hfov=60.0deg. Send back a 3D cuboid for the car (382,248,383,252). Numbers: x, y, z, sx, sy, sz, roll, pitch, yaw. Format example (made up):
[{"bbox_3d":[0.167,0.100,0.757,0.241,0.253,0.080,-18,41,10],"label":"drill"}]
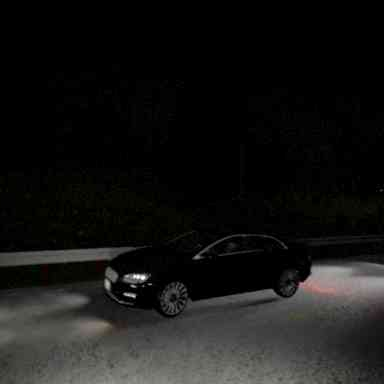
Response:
[{"bbox_3d":[9.204,1.998,12.258,4.718,1.301,1.895,2,-1,-28],"label":"car"}]

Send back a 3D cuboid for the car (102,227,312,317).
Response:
[{"bbox_3d":[0.531,1.570,7.534,4.902,1.511,2.128,2,-1,-29],"label":"car"}]
